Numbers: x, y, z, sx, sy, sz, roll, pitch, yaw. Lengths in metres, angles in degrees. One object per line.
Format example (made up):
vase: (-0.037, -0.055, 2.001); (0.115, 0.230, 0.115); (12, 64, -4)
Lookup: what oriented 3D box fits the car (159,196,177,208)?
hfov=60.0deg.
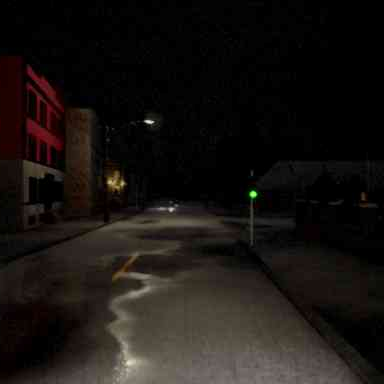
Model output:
car: (-4.021, 1.599, 53.263); (2.097, 1.767, 4.553); (0, 0, 1)
